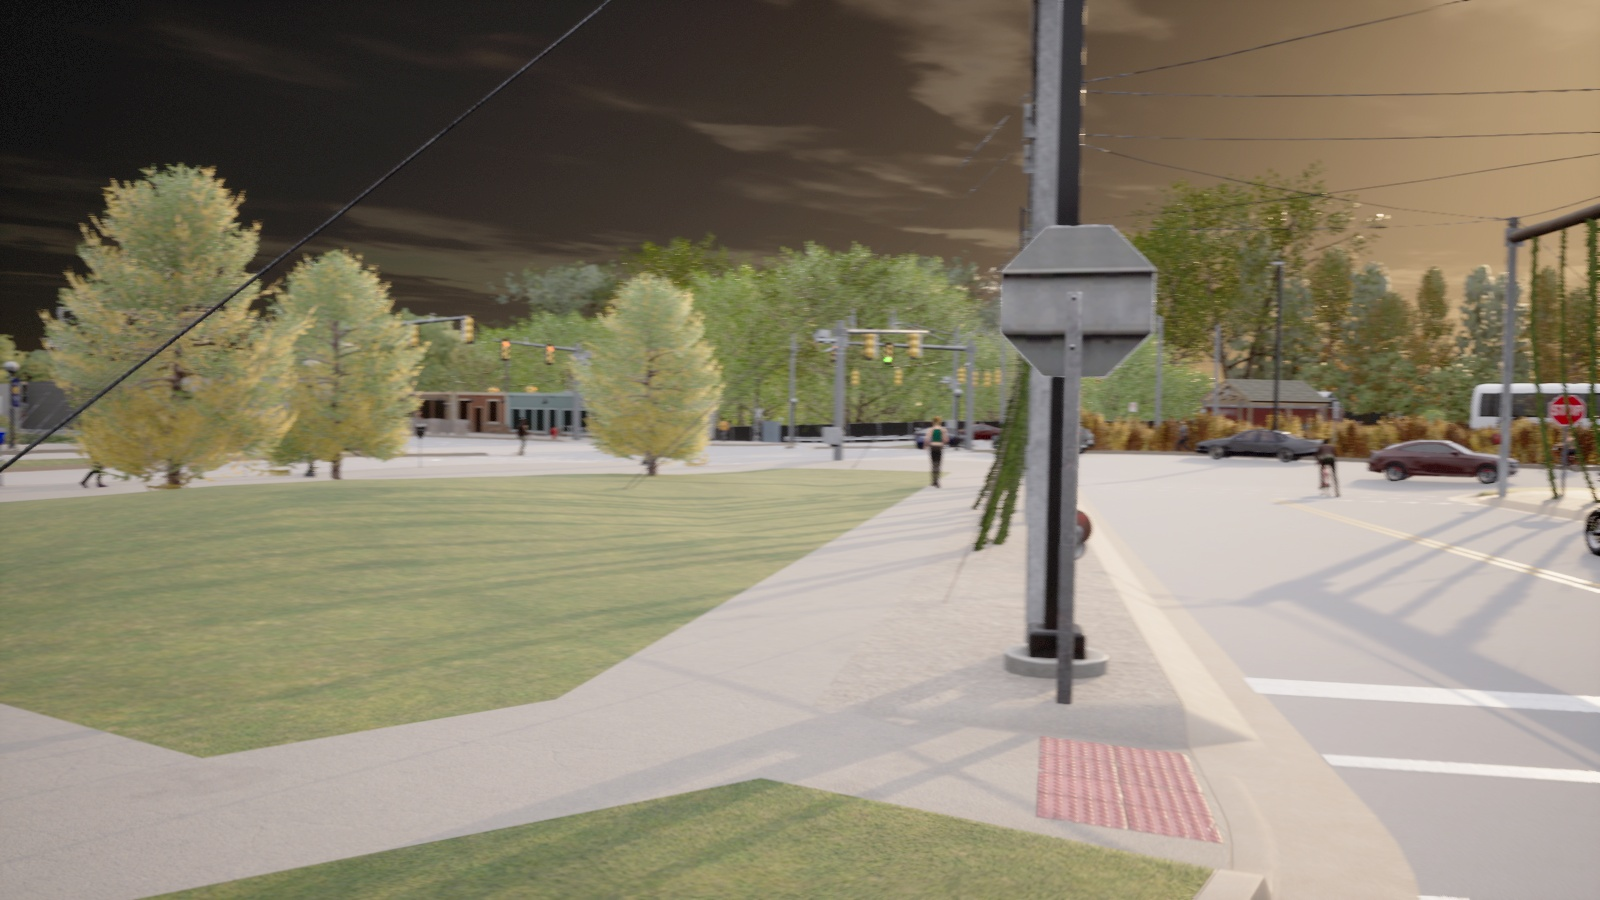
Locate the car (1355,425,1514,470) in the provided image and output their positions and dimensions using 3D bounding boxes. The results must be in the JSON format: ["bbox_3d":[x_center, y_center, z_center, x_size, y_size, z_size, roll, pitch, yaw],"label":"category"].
[{"bbox_3d":[21.904,-0.097,43.409,4.674,1.442,1.812,0,3,36],"label":"car"}]

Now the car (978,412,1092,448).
[{"bbox_3d":[11.591,-0.992,62.061,5.027,1.651,2.152,-1,2,35],"label":"car"}]

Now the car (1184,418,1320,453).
[{"bbox_3d":[20.164,-0.673,56.154,5.357,1.411,2.033,1,4,35],"label":"car"}]

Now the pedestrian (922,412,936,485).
[{"bbox_3d":[3.297,-0.053,32.071,0.345,1.836,0.594,0,3,9],"label":"pedestrian"}]

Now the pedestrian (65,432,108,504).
[{"bbox_3d":[-18.252,0.453,32.139,0.328,1.805,0.869,1,3,34],"label":"pedestrian"}]

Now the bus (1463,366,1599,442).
[{"bbox_3d":[44.855,-2.695,73.128,3.944,4.253,10.273,-3,3,-41],"label":"bus"}]

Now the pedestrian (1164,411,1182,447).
[{"bbox_3d":[19.146,-1.086,64.480,0.694,1.848,0.540,2,3,43],"label":"pedestrian"}]

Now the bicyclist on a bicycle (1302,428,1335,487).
[{"bbox_3d":[14.481,0.187,35.115,0.582,1.620,1.656,0,1,13],"label":"bicyclist on a bicycle"}]

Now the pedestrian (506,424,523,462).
[{"bbox_3d":[-13.937,-0.345,61.371,0.703,1.840,0.431,2,3,37],"label":"pedestrian"}]

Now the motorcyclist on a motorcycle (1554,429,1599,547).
[{"bbox_3d":[11.593,0.527,17.726,0.766,1.649,2.350,0,1,8],"label":"motorcyclist on a motorcycle"}]

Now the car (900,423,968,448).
[{"bbox_3d":[8.517,-0.920,79.326,2.163,1.488,4.792,0,1,36],"label":"car"}]
